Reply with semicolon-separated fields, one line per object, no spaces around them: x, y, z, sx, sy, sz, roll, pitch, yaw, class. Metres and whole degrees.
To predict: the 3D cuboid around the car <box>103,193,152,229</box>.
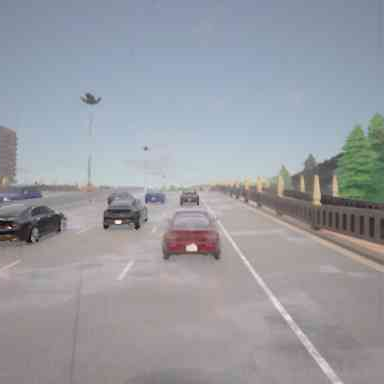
-3.577;1.087;18.420;1.837;1.490;4.892;0;2;-1;car

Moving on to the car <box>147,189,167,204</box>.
-3.739;0.420;34.721;1.882;1.535;5.008;0;2;-1;car

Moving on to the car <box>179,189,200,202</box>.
-0.234;0.459;34.116;2.128;1.511;4.902;0;2;-1;car

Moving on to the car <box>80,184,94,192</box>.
-21.680;-0.922;69.032;2.097;1.767;4.553;0;1;-1;car

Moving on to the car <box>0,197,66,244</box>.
-7.043;1.251;14.320;1.837;1.490;4.892;0;3;0;car

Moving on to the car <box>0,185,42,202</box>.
-14.363;0.449;27.417;2.150;2.045;5.566;0;2;-1;car

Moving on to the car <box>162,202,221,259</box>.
-0.025;1.361;11.880;1.812;1.442;4.674;0;2;0;car

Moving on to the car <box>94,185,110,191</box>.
-18.179;-0.725;69.042;1.994;1.385;4.181;0;1;-1;car

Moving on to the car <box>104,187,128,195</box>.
-7.231;0.545;33.736;1.994;1.385;4.181;0;2;-1;car
